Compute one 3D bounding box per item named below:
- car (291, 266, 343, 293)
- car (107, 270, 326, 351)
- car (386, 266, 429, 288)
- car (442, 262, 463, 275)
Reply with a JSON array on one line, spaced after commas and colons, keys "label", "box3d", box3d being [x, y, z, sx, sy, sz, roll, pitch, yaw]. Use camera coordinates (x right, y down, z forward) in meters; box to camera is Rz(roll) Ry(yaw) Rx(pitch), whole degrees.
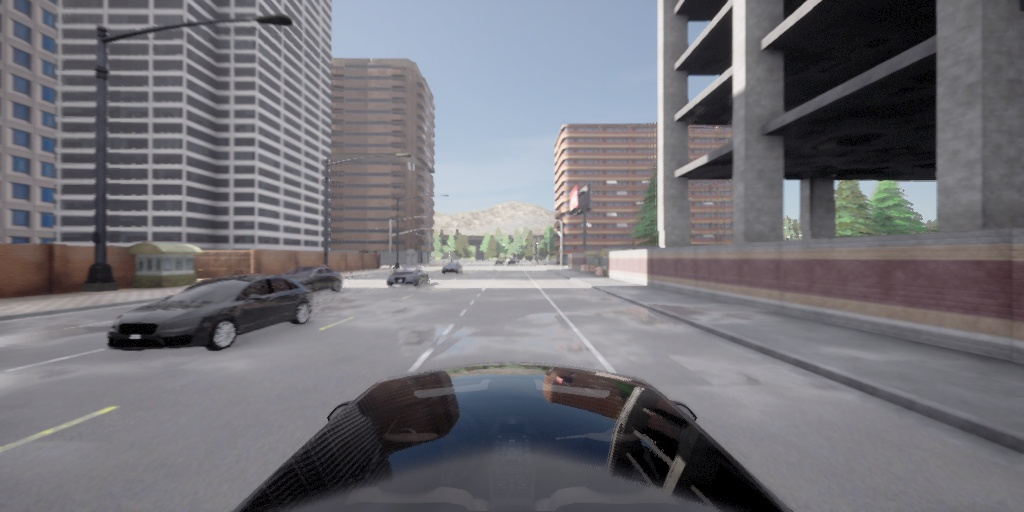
[{"label": "car", "box3d": [-10.576, 1.281, 18.541, 2.128, 1.511, 4.902, 0, 0, 0]}, {"label": "car", "box3d": [-6.999, 1.268, 9.092, 1.837, 1.490, 4.892, 0, 0, 0]}, {"label": "car", "box3d": [-7.059, 1.384, 24.653, 1.994, 1.385, 4.181, 0, 0, 0]}, {"label": "car", "box3d": [-6.988, 1.433, 42.623, 2.033, 1.411, 5.357, 0, 0, 0]}]
